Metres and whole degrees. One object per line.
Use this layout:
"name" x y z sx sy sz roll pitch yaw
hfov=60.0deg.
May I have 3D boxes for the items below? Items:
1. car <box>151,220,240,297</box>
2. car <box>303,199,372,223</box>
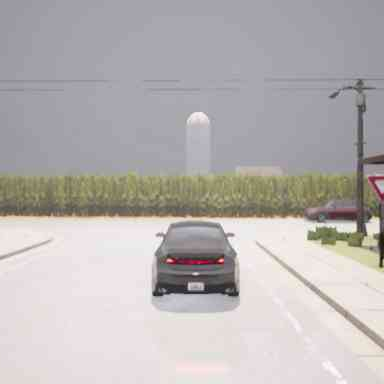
"car" 0.085 1.491 8.547 1.837 1.490 4.892 0 0 0
"car" 10.659 1.339 24.643 4.553 1.767 2.097 0 0 1
